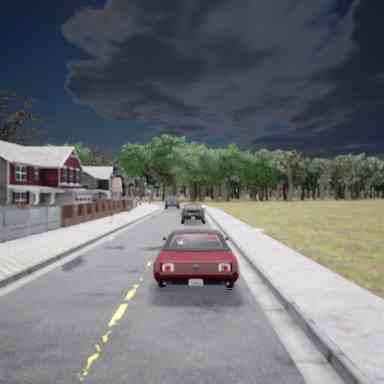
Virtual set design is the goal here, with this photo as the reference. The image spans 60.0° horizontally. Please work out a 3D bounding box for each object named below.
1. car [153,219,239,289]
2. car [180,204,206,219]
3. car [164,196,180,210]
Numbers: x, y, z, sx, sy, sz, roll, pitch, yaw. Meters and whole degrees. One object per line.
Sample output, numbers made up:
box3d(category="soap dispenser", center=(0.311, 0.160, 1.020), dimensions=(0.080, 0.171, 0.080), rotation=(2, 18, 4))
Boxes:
box3d(category="car", center=(0.100, 1.676, 9.379), dimensions=(1.895, 1.301, 4.718), rotation=(0, 0, 0))
box3d(category="car", center=(0.088, 1.726, 27.734), dimensions=(1.837, 1.490, 4.892), rotation=(0, 0, 0))
box3d(category="car", center=(-3.083, 1.629, 51.732), dimensions=(2.150, 2.045, 5.566), rotation=(0, -1, -3))
